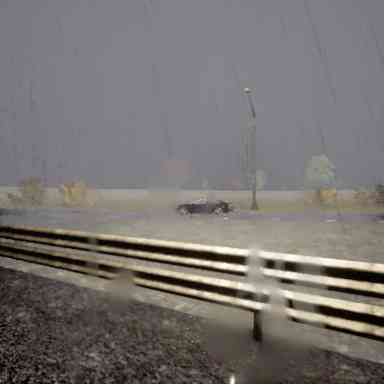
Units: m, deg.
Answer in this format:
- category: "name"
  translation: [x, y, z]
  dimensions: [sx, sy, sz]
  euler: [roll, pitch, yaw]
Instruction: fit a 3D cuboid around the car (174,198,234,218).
- category: "car"
  translation: [0.986, 1.248, 27.116]
  dimensions: [4.902, 1.511, 2.128]
  euler: [0, 0, 16]
